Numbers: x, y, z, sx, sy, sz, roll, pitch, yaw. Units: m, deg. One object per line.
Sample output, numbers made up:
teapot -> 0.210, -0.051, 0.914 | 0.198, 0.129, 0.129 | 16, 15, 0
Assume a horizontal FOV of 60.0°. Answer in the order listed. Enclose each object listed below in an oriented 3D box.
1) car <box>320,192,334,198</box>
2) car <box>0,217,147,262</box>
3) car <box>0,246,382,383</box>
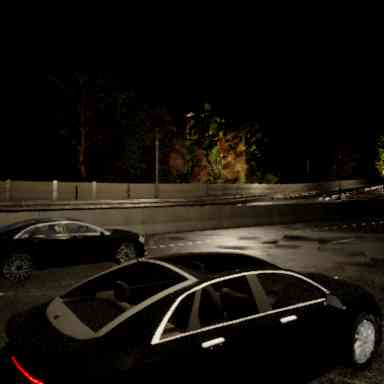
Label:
car -> 32.296, 0.698, 80.397 | 1.812, 1.442, 4.674 | 0, 1, 32
car -> -3.660, 1.491, 9.729 | 4.902, 1.511, 2.128 | 0, 0, -36
car -> 0.445, 1.505, 4.062 | 4.892, 1.490, 1.837 | 0, 0, -35
